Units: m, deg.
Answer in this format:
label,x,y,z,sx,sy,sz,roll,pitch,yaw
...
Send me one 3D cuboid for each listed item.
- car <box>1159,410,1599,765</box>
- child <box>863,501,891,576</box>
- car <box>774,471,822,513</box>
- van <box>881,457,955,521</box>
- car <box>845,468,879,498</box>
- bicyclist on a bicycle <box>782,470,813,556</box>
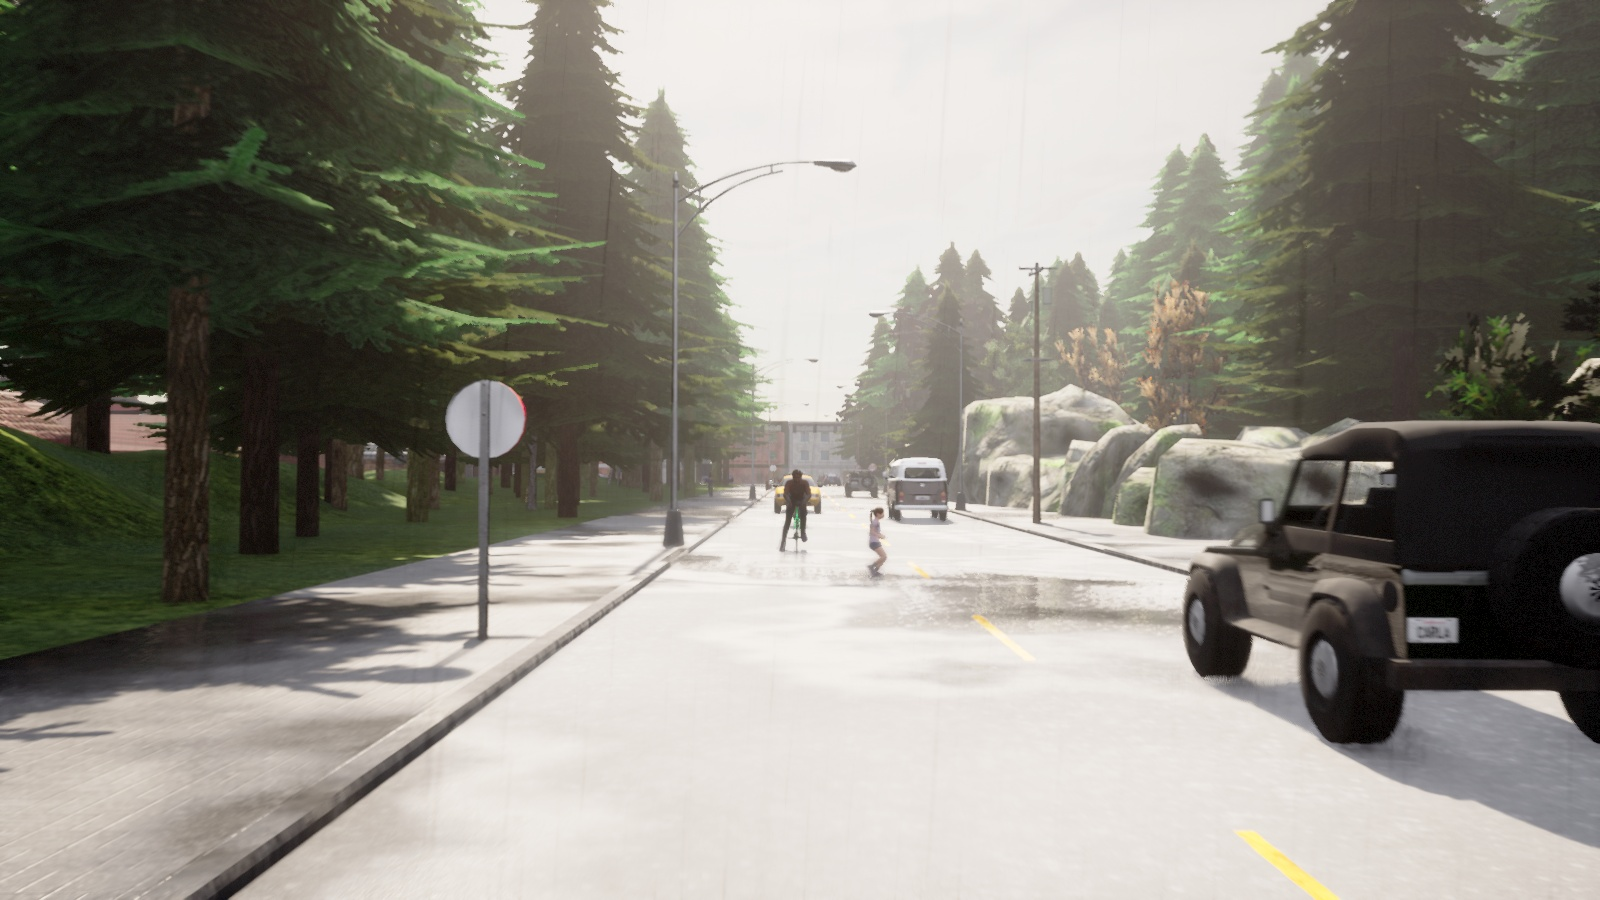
label,x,y,z,sx,sy,sz,roll,pitch,yaw
car,3.978,0.752,8.604,1.905,1.878,3.866,0,-1,0
child,1.150,1.318,18.778,0.394,1.110,0.255,0,-1,10
car,-0.077,1.658,50.203,1.801,1.575,5.366,0,-1,0
van,3.931,1.289,42.635,2.069,2.038,4.480,0,-1,0
car,3.892,2.051,79.904,1.932,1.855,4.605,0,-1,0
bicyclist on a bicycle,-0.050,1.210,24.557,0.582,1.620,1.656,0,-1,0
